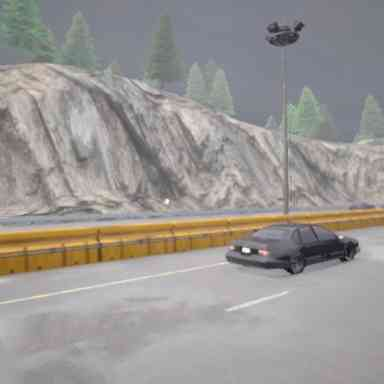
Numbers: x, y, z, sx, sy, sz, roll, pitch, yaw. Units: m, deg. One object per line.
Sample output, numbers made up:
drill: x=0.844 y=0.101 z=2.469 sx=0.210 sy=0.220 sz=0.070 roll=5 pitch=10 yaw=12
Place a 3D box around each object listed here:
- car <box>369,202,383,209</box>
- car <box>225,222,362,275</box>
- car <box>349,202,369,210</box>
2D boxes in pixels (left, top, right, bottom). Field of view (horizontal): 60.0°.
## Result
car: x=29.625 y=2.159 z=50.468 sx=4.674 sy=1.442 sz=1.812 roll=0 pitch=-1 yaw=-27
car: x=3.540 y=1.722 z=11.082 sx=5.357 sy=1.411 sz=2.033 roll=0 pitch=-1 yaw=-38
car: x=27.130 y=2.270 z=53.078 sx=4.181 sy=1.385 sz=1.994 roll=0 pitch=-1 yaw=-28
